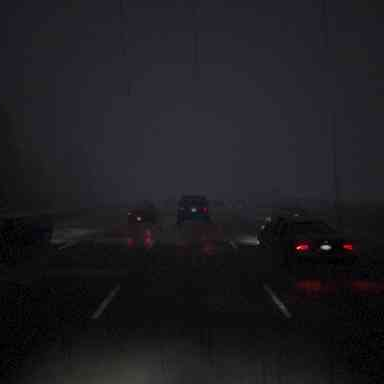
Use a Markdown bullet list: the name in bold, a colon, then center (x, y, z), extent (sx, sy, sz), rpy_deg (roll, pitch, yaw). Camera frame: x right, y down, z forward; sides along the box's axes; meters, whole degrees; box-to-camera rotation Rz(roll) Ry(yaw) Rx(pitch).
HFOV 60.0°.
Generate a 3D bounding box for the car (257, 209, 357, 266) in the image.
- **car**: center (3.607, 1.546, 11.458), extent (2.033, 1.411, 5.357), rpy_deg (0, 0, 0)

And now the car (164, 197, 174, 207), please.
- **car**: center (-3.371, 1.486, 51.968), extent (2.128, 1.511, 4.902), rpy_deg (0, 0, 0)

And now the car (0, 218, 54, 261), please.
- **car**: center (-6.894, 1.601, 12.247), extent (1.895, 1.301, 4.718), rpy_deg (0, 0, 0)

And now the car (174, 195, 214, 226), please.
- **car**: center (0.111, 1.220, 23.415), extent (2.150, 2.045, 5.566), rpy_deg (0, 0, 0)

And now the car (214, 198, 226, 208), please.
- **car**: center (3.626, 1.520, 47.262), extent (1.812, 1.442, 4.674), rpy_deg (0, 0, 0)

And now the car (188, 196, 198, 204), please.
- **car**: center (0.136, 1.518, 64.865), extent (1.812, 1.442, 4.674), rpy_deg (0, 0, 0)

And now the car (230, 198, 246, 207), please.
- **car**: center (7.128, 1.557, 51.375), extent (1.994, 1.385, 4.181), rpy_deg (0, 0, 0)

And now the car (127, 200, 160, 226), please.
- **car**: center (-3.387, 1.524, 23.567), extent (1.812, 1.442, 4.674), rpy_deg (0, 0, 0)

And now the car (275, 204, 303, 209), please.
- **car**: center (7.114, 1.560, 24.366), extent (1.994, 1.385, 4.181), rpy_deg (0, 0, 0)

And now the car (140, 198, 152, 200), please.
- **car**: center (-6.872, 1.560, 49.194), extent (1.994, 1.385, 4.181), rpy_deg (0, 0, 0)
